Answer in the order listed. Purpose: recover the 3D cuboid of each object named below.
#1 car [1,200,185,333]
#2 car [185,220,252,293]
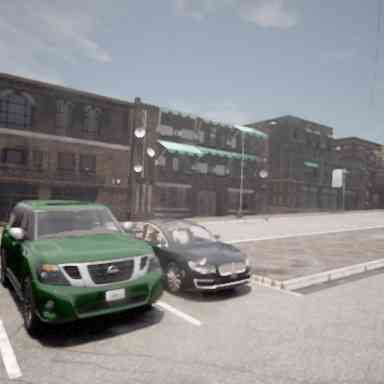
[{"bbox_3d":[-2.780,1.234,7.373,2.435,2.045,5.566,0,0,-36],"label":"car"},{"bbox_3d":[-0.521,1.500,9.026,2.231,1.521,4.892,0,0,-35],"label":"car"}]
